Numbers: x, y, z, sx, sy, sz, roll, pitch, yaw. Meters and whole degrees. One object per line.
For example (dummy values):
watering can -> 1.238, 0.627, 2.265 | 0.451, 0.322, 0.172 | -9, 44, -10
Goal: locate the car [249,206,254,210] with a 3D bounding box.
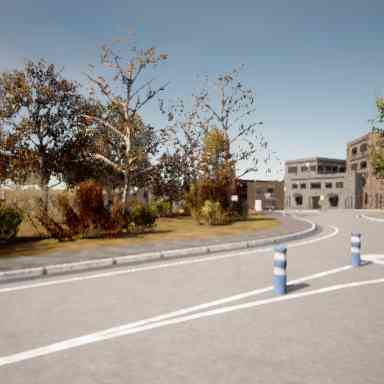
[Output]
car -> 15.415, 4.276, 82.641 | 2.163, 1.488, 4.792 | 1, -4, -29

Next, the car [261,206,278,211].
car -> 18.073, 3.941, 77.842 | 2.002, 1.452, 4.674 | 3, -5, -29
